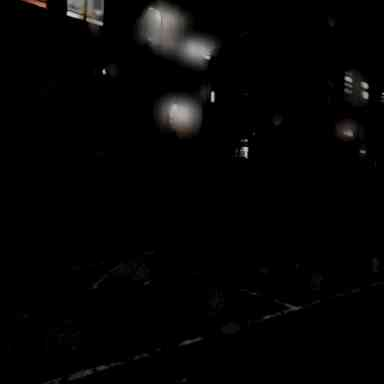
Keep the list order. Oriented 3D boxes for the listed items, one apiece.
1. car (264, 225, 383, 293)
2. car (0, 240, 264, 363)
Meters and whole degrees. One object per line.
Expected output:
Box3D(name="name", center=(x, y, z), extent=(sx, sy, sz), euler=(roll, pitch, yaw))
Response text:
Box3D(name="car", center=(3.515, 1.626, 9.067), extent=(4.507, 1.381, 1.887), euler=(1, 0, -36))
Box3D(name="car", center=(-1.073, 1.575, 5.793), extent=(4.403, 1.369, 2.008), euler=(1, 0, -36))
